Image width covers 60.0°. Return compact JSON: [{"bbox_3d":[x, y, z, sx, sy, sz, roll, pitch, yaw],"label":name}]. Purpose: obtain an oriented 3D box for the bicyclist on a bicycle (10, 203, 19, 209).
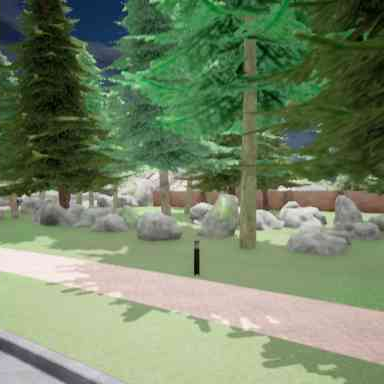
[{"bbox_3d":[-19.429,1.117,36.351,1.656,1.620,0.582,0,0,30],"label":"bicyclist on a bicycle"}]
